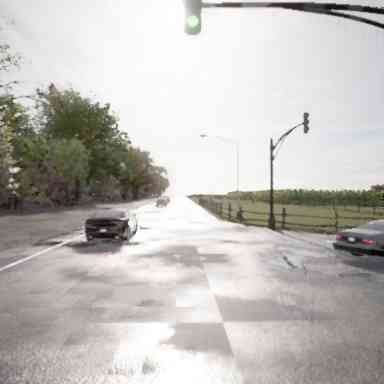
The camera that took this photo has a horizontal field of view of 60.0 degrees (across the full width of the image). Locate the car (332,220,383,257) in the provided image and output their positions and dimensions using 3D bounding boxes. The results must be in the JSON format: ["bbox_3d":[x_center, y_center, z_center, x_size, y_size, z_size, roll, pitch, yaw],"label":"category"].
[{"bbox_3d":[7.772,1.719,12.196,5.357,1.411,2.033,1,-2,-21],"label":"car"}]

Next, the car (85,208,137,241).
[{"bbox_3d":[-3.993,1.557,17.123,1.882,1.535,5.008,0,0,-2],"label":"car"}]

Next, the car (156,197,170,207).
[{"bbox_3d":[-5.276,1.803,58.778,1.837,1.490,4.892,0,-1,-2],"label":"car"}]
